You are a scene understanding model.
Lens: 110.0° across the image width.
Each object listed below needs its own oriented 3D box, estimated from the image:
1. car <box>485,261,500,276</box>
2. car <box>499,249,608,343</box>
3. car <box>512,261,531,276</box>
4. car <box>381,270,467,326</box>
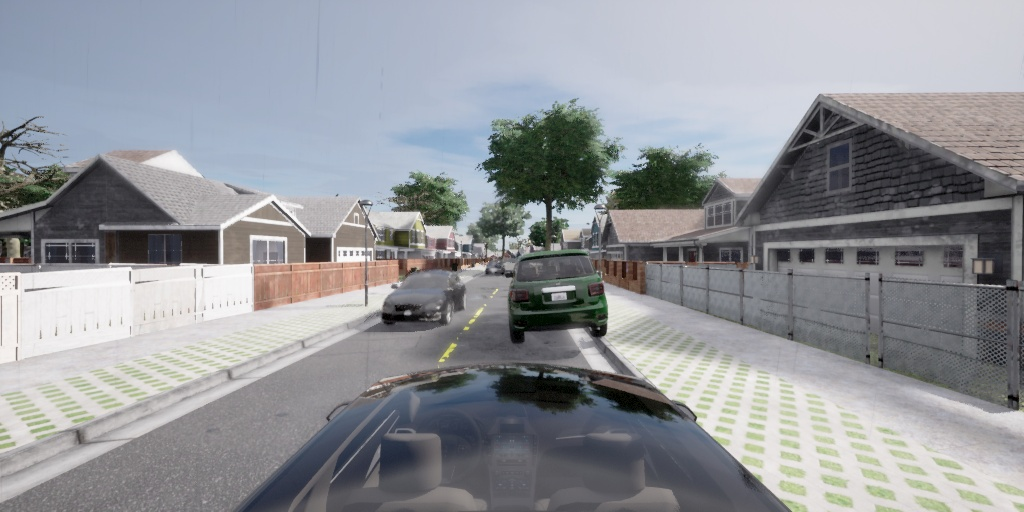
[{"bbox_3d":[-1.719,1.263,37.302,2.128,1.511,4.902,0,0,2],"label":"car"},{"bbox_3d":[1.015,0.897,9.763,2.150,2.045,5.566,-5,0,2],"label":"car"},{"bbox_3d":[1.116,1.324,39.625,2.033,1.411,5.357,0,0,3],"label":"car"},{"bbox_3d":[-2.656,1.254,11.803,1.837,1.490,4.892,0,0,2],"label":"car"}]
